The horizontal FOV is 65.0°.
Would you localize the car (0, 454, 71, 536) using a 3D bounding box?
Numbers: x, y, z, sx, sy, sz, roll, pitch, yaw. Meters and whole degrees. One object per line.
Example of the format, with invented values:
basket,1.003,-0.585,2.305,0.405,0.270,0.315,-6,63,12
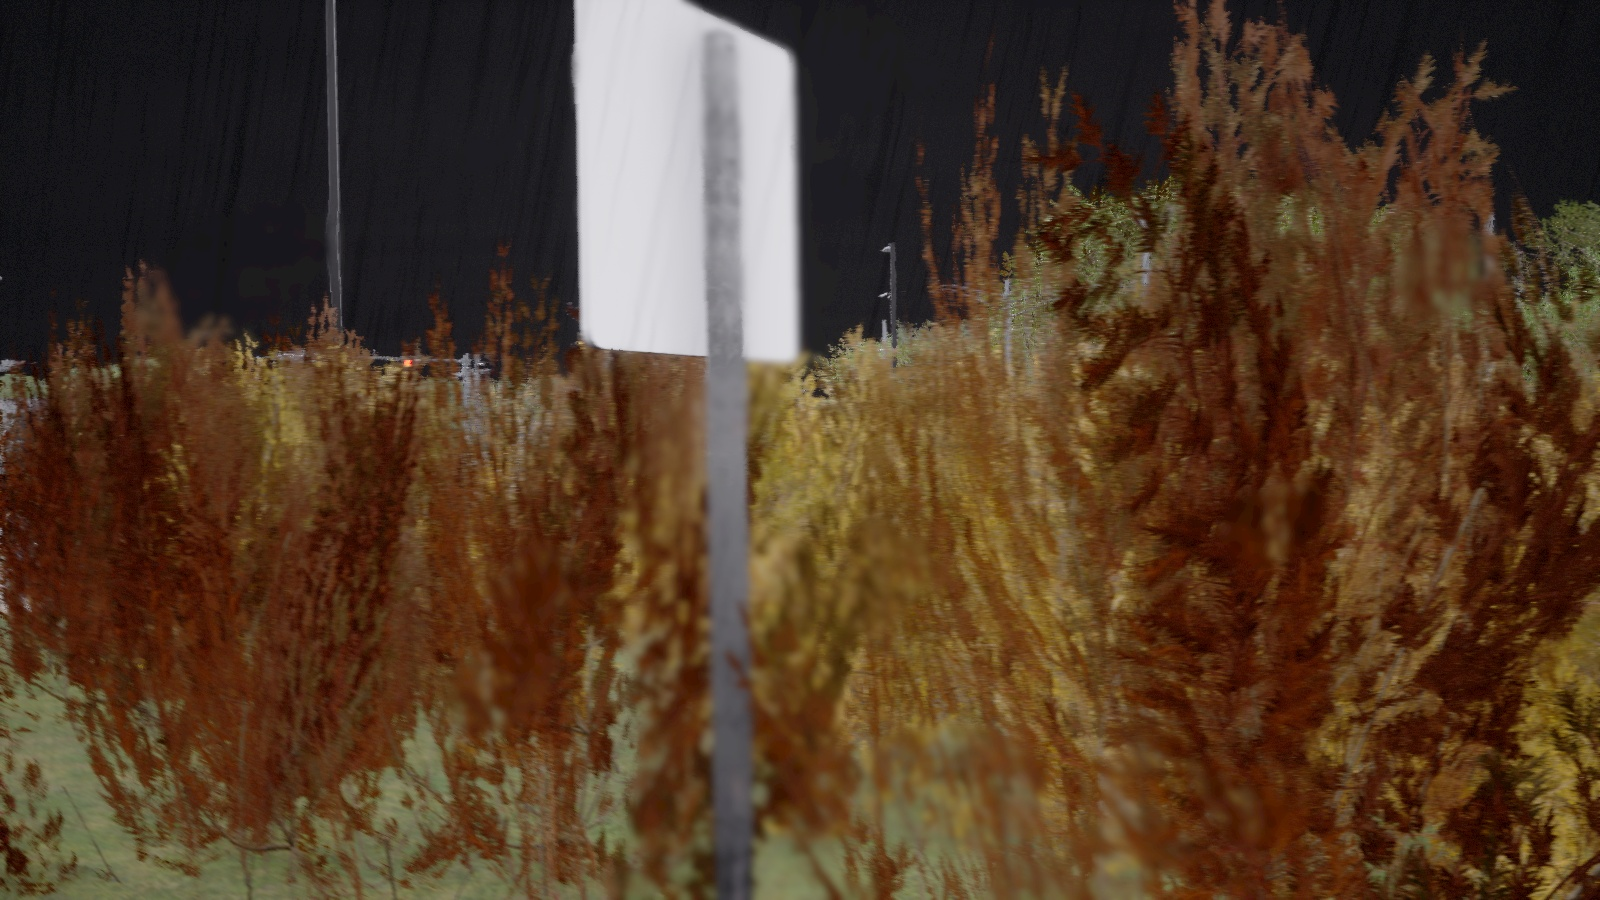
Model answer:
car,-15.826,0.911,22.999,1.816,1.474,4.193,-2,1,14
